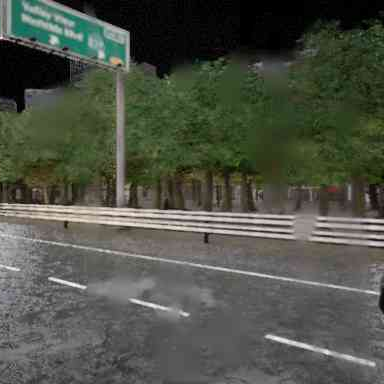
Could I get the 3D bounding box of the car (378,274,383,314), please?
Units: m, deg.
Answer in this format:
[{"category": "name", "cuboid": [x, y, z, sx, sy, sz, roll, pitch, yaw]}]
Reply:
[{"category": "car", "cuboid": [5.558, 1.222, 4.202, 5.566, 2.045, 2.150, 0, 0, 36]}]
